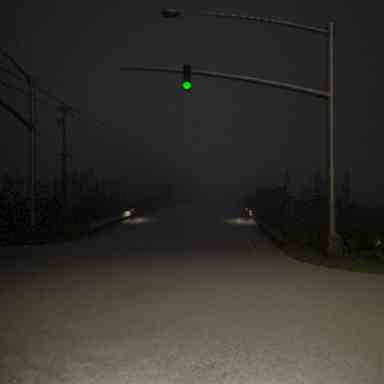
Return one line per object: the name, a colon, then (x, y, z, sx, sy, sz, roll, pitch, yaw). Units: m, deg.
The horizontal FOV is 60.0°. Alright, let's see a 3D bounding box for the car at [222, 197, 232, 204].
car: (6.539, 1.510, 62.022, 1.895, 1.301, 4.718, 0, -1, 6)
